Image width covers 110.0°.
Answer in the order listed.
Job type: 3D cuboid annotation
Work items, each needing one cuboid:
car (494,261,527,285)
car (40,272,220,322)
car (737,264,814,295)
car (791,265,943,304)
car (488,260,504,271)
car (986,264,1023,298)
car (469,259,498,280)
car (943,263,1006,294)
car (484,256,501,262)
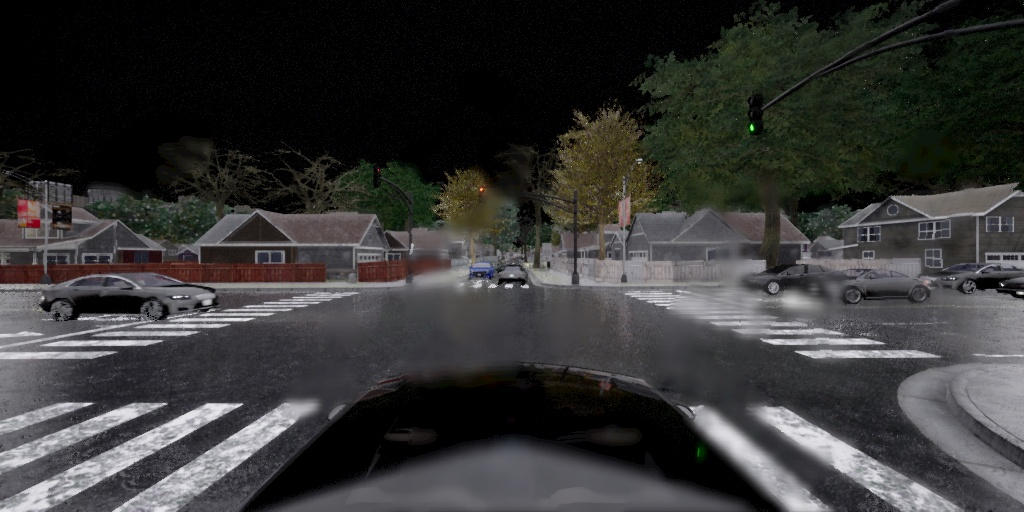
[{"bbox_3d":[0.085,1.323,26.554,1.994,1.385,4.181,0,0,3],"label":"car"},{"bbox_3d":[-12.649,1.306,12.066,4.902,1.511,2.128,0,0,1],"label":"car"},{"bbox_3d":[14.262,1.158,18.330,4.892,1.490,1.837,0,0,2],"label":"car"},{"bbox_3d":[14.716,1.216,15.082,4.181,1.385,1.994,0,0,1],"label":"car"},{"bbox_3d":[-2.269,1.330,51.975,2.033,1.411,5.357,0,0,1],"label":"car"},{"bbox_3d":[23.953,1.149,14.935,5.357,1.411,2.033,0,0,1],"label":"car"},{"bbox_3d":[-2.595,1.241,31.422,1.882,1.535,5.008,0,0,1],"label":"car"},{"bbox_3d":[23.592,1.093,18.193,4.902,1.511,2.128,0,0,1],"label":"car"},{"bbox_3d":[-2.401,0.993,41.658,2.150,2.045,5.566,0,0,1],"label":"car"}]
